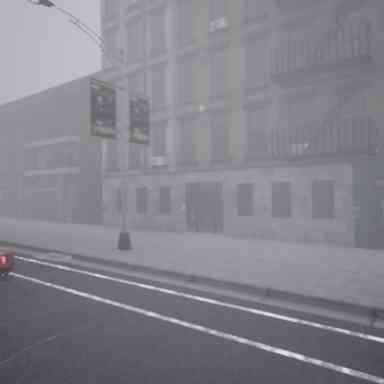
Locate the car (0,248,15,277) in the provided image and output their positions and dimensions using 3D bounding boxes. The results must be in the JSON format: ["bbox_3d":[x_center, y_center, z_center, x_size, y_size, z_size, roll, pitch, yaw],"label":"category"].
[{"bbox_3d":[-6.506,1.584,8.338,4.718,1.301,1.895,0,0,36],"label":"car"}]
